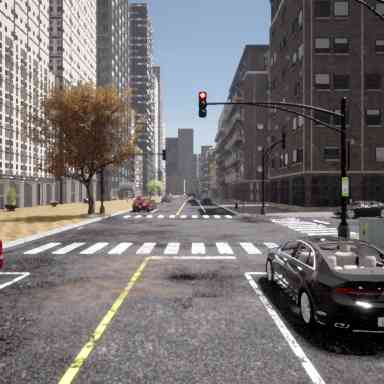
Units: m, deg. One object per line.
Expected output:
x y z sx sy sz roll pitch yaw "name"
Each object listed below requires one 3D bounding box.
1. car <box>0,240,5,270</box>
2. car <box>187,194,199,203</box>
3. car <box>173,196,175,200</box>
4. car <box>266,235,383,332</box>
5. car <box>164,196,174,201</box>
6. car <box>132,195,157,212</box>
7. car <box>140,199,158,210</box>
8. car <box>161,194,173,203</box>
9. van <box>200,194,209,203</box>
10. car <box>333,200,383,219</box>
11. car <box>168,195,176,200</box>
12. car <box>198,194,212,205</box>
-5.692 1.545 6.750 1.887 1.381 4.507 0 0 0 "car"
-0.020 1.656 68.907 1.895 1.301 4.718 0 0 0 "car"
-5.713 1.385 77.798 2.192 1.841 5.009 0 0 0 "car"
2.688 1.551 6.752 2.008 1.369 4.403 0 0 0 "car"
-5.715 1.632 83.321 2.008 1.369 4.403 0 0 0 "car"
-5.702 1.336 39.138 2.192 1.841 5.009 0 0 0 "car"
-5.704 1.592 44.661 1.947 1.339 4.313 0 0 0 "car"
-5.712 1.627 72.276 1.947 1.339 4.313 0 0 0 "car"
2.669 1.402 72.278 1.690 1.788 3.998 0 0 0 "van"
13.419 1.350 26.161 4.403 1.369 2.008 -1 1 -1 "car"
-5.718 1.654 94.367 2.008 1.369 4.403 0 0 0 "car"
2.673 1.610 61.231 1.947 1.339 4.313 0 0 0 "car"
